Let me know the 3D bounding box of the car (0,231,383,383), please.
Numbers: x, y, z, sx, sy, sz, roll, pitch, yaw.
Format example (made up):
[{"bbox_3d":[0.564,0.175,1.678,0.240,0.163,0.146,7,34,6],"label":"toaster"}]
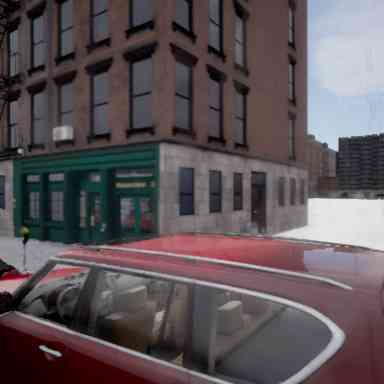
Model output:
[{"bbox_3d":[-0.369,1.320,3.072,5.009,1.841,2.192,0,0,35],"label":"car"}]
